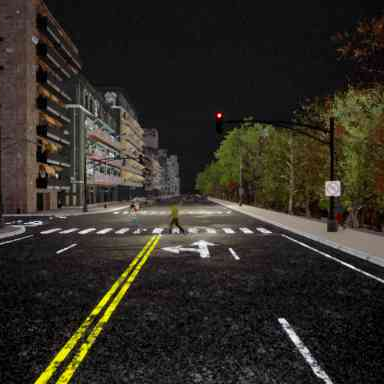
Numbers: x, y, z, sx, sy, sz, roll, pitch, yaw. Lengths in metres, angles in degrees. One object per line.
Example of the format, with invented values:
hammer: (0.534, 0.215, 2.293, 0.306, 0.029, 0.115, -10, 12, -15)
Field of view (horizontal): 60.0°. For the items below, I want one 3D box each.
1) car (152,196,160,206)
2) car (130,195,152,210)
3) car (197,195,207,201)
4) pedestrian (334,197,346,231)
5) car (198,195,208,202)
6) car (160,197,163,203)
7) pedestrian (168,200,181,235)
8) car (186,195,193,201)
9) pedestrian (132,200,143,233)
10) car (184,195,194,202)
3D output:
car: (-7.060, 1.365, 55.333, 2.097, 1.767, 4.553, 0, 0, 0)
car: (-6.975, 1.500, 44.075, 2.128, 1.511, 4.902, 0, 0, 0)
car: (2.525, 1.492, 84.958, 2.128, 1.511, 4.902, 0, 0, 0)
pedestrian: (7.818, 1.143, 17.783, 0.375, 1.860, 0.375, 0, 0, 0)
car: (2.614, 1.545, 74.538, 2.128, 1.511, 4.902, 0, 0, 0)
car: (-7.090, 1.619, 69.105, 1.895, 1.301, 4.718, 0, 0, 0)
pedestrian: (-0.885, 1.295, 17.011, 0.375, 1.860, 0.375, 0, 0, 0)
car: (-0.724, 1.491, 84.931, 1.812, 1.442, 4.674, 0, 0, 0)
pedestrian: (-2.964, 1.304, 18.291, 0.375, 1.860, 0.375, 0, 0, 0)
car: (-0.636, 1.545, 74.507, 2.128, 1.511, 4.902, 0, 0, 0)
